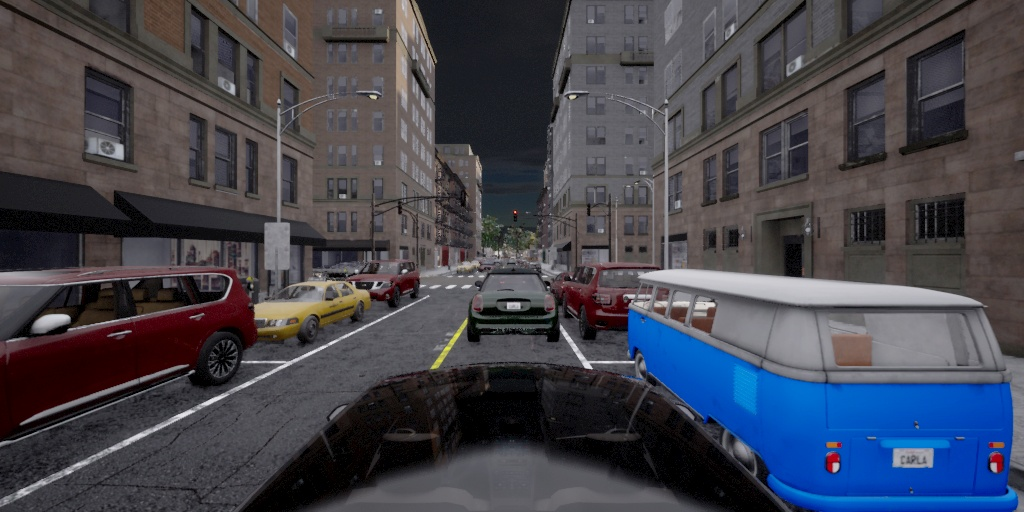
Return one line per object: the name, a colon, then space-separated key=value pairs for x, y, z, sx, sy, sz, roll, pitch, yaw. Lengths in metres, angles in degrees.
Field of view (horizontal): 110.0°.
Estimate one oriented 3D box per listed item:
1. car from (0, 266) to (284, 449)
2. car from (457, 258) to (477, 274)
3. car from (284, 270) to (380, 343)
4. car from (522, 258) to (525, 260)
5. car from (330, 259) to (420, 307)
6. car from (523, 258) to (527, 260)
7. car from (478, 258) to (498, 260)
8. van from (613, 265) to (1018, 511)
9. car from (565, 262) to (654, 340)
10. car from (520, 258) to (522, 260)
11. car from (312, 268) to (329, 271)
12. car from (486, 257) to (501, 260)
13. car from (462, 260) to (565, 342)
car: x=-5.402 y=1.065 z=4.196 sx=2.192 sy=1.841 sz=5.009 roll=0 pitch=0 yaw=0
car: x=-5.481 y=1.284 z=42.390 sx=1.751 sy=1.417 sz=4.829 roll=0 pitch=0 yaw=0
car: x=-5.412 y=1.277 z=9.703 sx=1.751 sy=1.417 sz=4.829 roll=0 pitch=0 yaw=0
car: x=2.563 y=1.305 z=48.054 sx=1.888 sy=1.381 sz=4.507 roll=0 pitch=0 yaw=0
car: x=-5.422 y=1.067 z=15.552 sx=2.192 sy=1.841 sz=5.009 roll=0 pitch=0 yaw=0
car: x=2.572 y=1.309 z=42.573 sx=2.007 sy=1.370 sz=4.403 roll=0 pitch=0 yaw=0
car: x=-2.914 y=1.322 z=43.561 sx=1.994 sy=1.385 sz=4.181 roll=0 pitch=0 yaw=0
van: x=2.634 y=1.091 z=4.207 sx=1.690 sy=1.789 sz=3.998 roll=0 pitch=0 yaw=0
car: x=2.625 y=1.066 z=9.885 sx=2.192 sy=1.841 sz=5.009 roll=0 pitch=0 yaw=0
car: x=2.554 y=1.312 z=53.536 sx=2.007 sy=1.370 sz=4.403 roll=0 pitch=0 yaw=0
car: x=-17.160 y=1.349 z=27.697 sx=4.674 sy=1.442 sz=1.812 roll=0 pitch=0 yaw=0
car: x=-2.927 y=1.326 z=57.018 sx=1.994 sy=1.385 sz=4.181 roll=0 pitch=0 yaw=0
car: x=0.021 y=1.104 z=9.922 sx=2.097 sy=1.767 sz=4.553 roll=0 pitch=0 yaw=0
